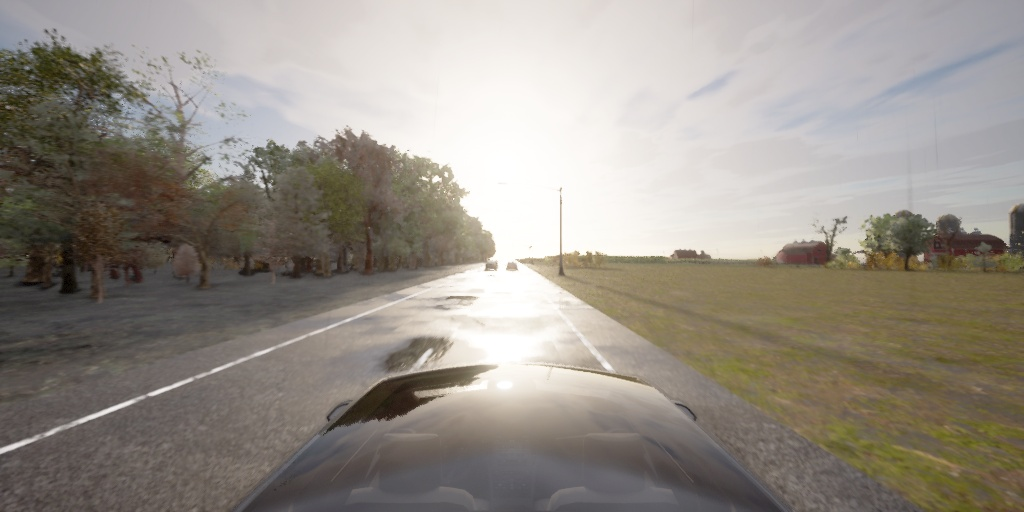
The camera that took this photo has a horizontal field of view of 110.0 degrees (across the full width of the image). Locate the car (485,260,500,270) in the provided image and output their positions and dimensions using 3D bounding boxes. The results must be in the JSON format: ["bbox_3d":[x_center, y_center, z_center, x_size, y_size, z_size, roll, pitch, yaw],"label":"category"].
[{"bbox_3d":[-3.495,1.618,59.956,1.837,1.490,4.892,0,0,0],"label":"car"}]

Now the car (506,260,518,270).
[{"bbox_3d":[0.005,1.682,60.338,1.994,1.385,4.181,0,0,0],"label":"car"}]
